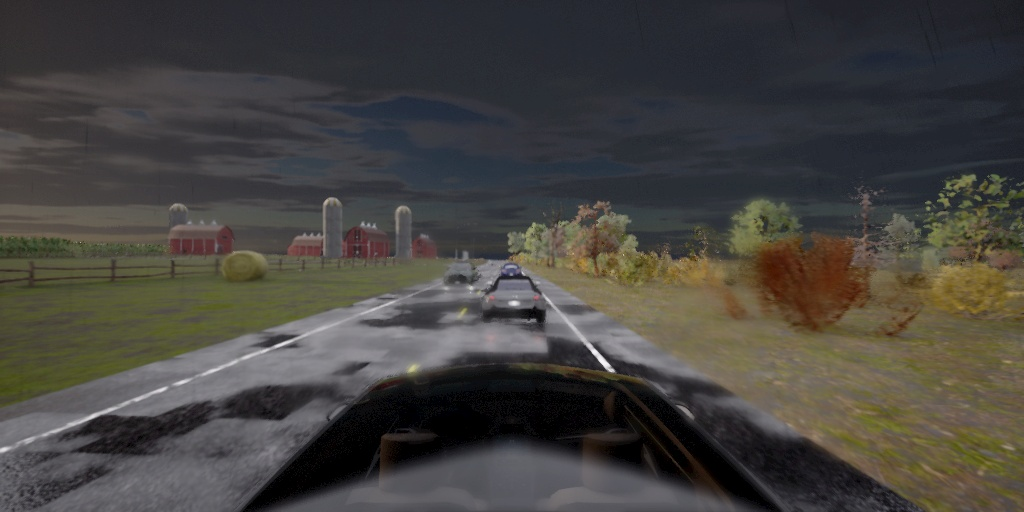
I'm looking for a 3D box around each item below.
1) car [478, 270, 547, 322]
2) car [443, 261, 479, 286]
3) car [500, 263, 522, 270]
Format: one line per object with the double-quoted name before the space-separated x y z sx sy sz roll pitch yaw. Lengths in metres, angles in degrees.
"car" 0.071 1.355 12.427 1.994 1.385 4.181 0 0 0
"car" -3.668 1.199 26.359 2.097 1.767 4.553 0 0 0
"car" -0.084 1.400 32.963 1.812 1.442 4.674 0 0 -1
